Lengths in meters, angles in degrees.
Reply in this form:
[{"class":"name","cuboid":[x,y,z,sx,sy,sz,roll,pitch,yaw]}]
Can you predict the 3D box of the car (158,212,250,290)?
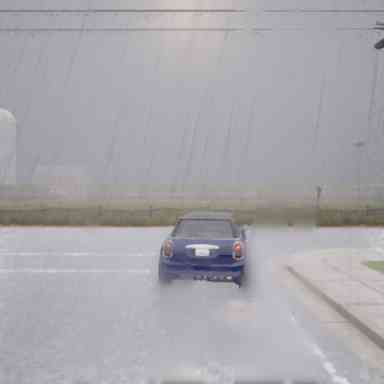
[{"class":"car","cuboid":[0.536,1.341,9.372,2.097,1.767,4.553,0,0,8]}]
